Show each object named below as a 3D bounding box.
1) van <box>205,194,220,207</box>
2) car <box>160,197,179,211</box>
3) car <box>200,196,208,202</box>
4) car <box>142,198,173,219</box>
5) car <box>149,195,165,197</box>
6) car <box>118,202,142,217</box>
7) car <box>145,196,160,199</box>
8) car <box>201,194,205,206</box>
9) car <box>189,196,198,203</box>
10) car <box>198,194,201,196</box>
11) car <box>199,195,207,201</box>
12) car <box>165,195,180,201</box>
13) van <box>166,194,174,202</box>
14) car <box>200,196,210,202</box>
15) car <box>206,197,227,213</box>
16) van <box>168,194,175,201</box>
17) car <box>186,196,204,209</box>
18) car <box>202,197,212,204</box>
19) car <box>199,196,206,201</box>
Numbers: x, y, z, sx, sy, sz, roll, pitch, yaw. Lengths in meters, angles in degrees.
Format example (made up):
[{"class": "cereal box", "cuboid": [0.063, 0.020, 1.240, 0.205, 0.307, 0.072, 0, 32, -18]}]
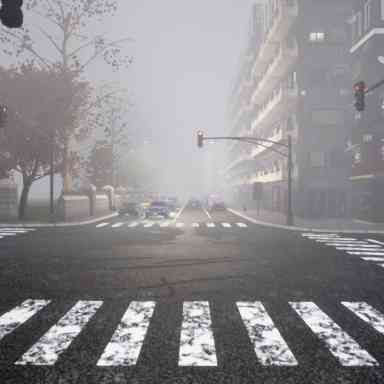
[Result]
[{"class": "van", "cuboid": [2.831, 1.367, 42.126, 1.690, 1.788, 3.998, 0, 0, 0]}, {"class": "car", "cuboid": [-2.961, 1.625, 40.196, 1.895, 1.301, 4.718, 0, 0, 0]}, {"class": "car", "cuboid": [2.959, 1.637, 81.537, 1.887, 1.381, 4.507, 0, 0, 0]}, {"class": "car", "cuboid": [-2.997, 1.539, 29.638, 1.812, 1.442, 4.674, 0, 0, 0]}, {"class": "car", "cuboid": [-5.531, 1.348, 47.784, 2.192, 1.841, 5.009, 0, 0, 0]}, {"class": "car", "cuboid": [-5.587, 1.580, 30.893, 1.947, 1.339, 4.313, 0, 0, 0]}, {"class": "car", "cuboid": [-5.550, 1.551, 41.984, 1.752, 1.417, 4.829, 0, 0, 0]}, {"class": "car", "cuboid": [2.868, 1.481, 53.387, 1.967, 1.590, 4.097, 0, 0, 0]}, {"class": "car", "cuboid": [0.301, 1.596, 71.189, 1.812, 1.442, 4.674, 0, 0, 0]}, {"class": "car", "cuboid": [2.923, 1.384, 70.277, 2.192, 1.841, 5.009, 0, 0, 0]}, {"class": "car", "cuboid": [2.978, 1.546, 87.166, 1.967, 1.590, 4.097, 0, 0, 0]}, {"class": "car", "cuboid": [-2.912, 1.541, 50.401, 1.837, 1.490, 4.892, 0, 0, 0]}, {"class": "van", "cuboid": [-5.421, 1.433, 81.565, 1.690, 1.788, 3.998, 0, 0, 0]}, {"class": "car", "cuboid": [2.941, 1.630, 75.907, 2.008, 1.369, 4.403, 0, 0, 0]}, {"class": "car", "cuboid": [2.812, 1.564, 36.495, 1.887, 1.381, 4.507, 0, 0, 0]}, {"class": "van", "cuboid": [-5.402, 1.446, 87.194, 1.690, 1.788, 3.998, 0, 0, 0]}, {"class": "car", "cuboid": [0.249, 1.594, 45.733, 1.994, 1.385, 4.181, 0, 0, 0]}, {"class": "car", "cuboid": [2.904, 1.604, 64.646, 1.887, 1.381, 4.507, 0, 0, 0]}, {"class": "car", "cuboid": [2.996, 1.702, 92.797, 1.802, 1.307, 4.206, 0, 0, 0]}]
